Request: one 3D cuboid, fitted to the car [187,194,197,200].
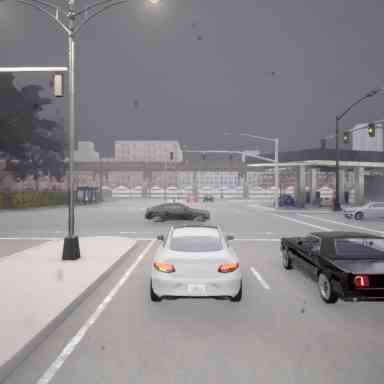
[{"bbox_3d":[0.026,1.250,72.320,2.097,1.767,4.553,0,0,0],"label":"car"}]

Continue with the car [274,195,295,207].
[{"bbox_3d":[13.229,1.262,47.671,2.242,1.667,4.611,0,0,0],"label":"car"}]

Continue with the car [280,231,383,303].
[{"bbox_3d":[3.590,1.599,8.116,1.895,1.301,4.718,0,0,0],"label":"car"}]

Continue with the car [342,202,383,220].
[{"bbox_3d":[14.898,1.523,27.487,4.674,1.442,1.812,0,0,-1],"label":"car"}]

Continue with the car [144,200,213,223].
[{"bbox_3d":[-1.048,1.493,23.761,4.674,1.442,1.812,0,0,1],"label":"car"}]

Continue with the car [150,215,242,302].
[{"bbox_3d":[0.085,1.517,8.133,1.812,1.442,4.674,0,0,0],"label":"car"}]

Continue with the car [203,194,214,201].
[{"bbox_3d":[3.526,1.257,72.319,2.097,1.767,4.553,0,0,0],"label":"car"}]

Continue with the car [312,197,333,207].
[{"bbox_3d":[18.973,1.434,48.432,1.970,1.475,3.806,0,0,0],"label":"car"}]
